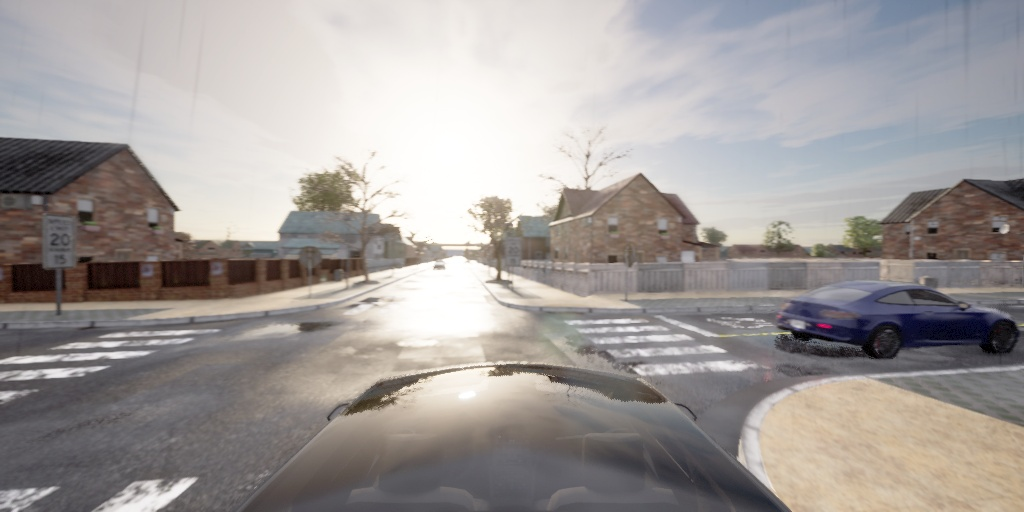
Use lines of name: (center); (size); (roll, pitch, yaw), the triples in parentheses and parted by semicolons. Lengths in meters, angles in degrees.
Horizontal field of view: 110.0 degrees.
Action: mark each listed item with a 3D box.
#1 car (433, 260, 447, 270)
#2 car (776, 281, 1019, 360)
car: (-11.076, 1.360, 55.065); (1.812, 1.442, 4.674); (1, 0, -8)
car: (8.384, 1.287, 7.986); (4.674, 1.442, 1.812); (0, 1, -8)
